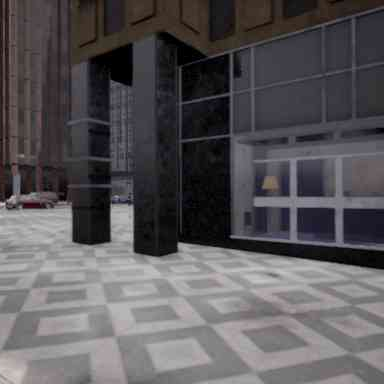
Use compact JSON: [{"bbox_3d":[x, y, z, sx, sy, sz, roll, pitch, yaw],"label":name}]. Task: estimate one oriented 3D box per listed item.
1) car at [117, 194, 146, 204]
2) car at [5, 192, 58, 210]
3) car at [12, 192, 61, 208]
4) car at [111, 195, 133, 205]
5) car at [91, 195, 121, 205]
[{"bbox_3d":[-9.834,1.119,54.447,1.752,1.417,4.829,-1,0,36],"label":"car"},{"bbox_3d":[-15.464,0.959,31.937,1.967,1.590,4.097,-1,0,36],"label":"car"},{"bbox_3d":[-19.231,0.896,41.321,2.192,1.841,5.009,-1,0,36],"label":"car"},{"bbox_3d":[-10.451,1.119,48.988,2.033,1.411,5.357,0,0,36],"label":"car"},{"bbox_3d":[-12.900,1.172,50.163,1.802,1.307,4.206,-1,0,36],"label":"car"}]
